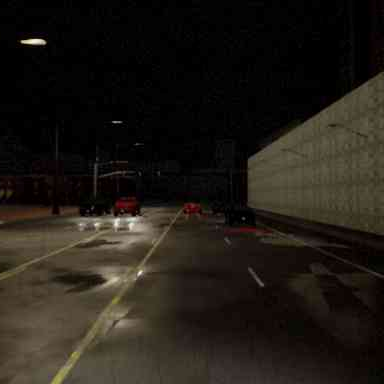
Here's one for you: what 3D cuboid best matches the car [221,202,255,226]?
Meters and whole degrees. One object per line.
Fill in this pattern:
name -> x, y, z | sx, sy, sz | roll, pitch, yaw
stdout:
car -> 3.602, 1.746, 25.634 | 1.882, 1.535, 5.008 | 0, -1, 0

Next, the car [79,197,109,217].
car -> -10.577, 1.602, 36.626 | 2.150, 2.045, 5.566 | 0, 0, 0

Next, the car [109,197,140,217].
car -> -7.077, 1.603, 36.656 | 2.150, 2.045, 5.566 | 0, 0, 0

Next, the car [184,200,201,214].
car -> 0.093, 1.794, 42.426 | 2.097, 1.767, 4.553 | 0, -1, 0

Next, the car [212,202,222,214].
car -> 3.593, 2.003, 42.077 | 1.994, 1.385, 4.181 | 0, -1, 0
